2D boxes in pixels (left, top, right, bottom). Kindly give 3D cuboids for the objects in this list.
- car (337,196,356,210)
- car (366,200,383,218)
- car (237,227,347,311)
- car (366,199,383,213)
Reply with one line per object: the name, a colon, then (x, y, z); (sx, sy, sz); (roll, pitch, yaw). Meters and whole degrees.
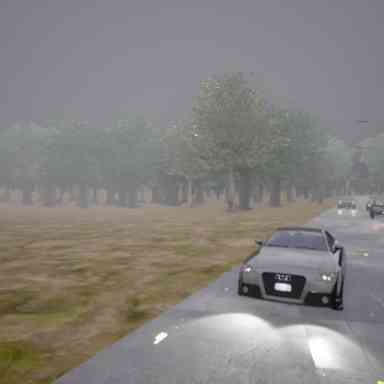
car: (19.896, 1.299, 42.682); (2.097, 1.767, 4.553); (0, 0, 26)
car: (16.347, 1.443, 28.634); (2.128, 1.511, 4.902); (0, 0, 27)
car: (2.536, 1.552, 7.853); (1.994, 1.385, 4.181); (0, 0, 26)
car: (20.911, 1.546, 37.883); (1.895, 1.301, 4.718); (0, 0, 27)
